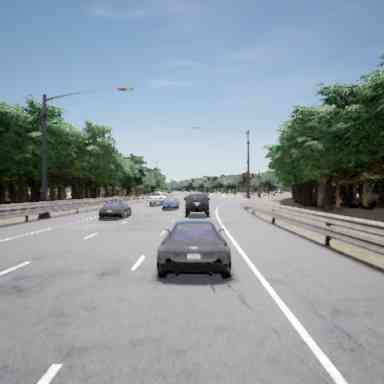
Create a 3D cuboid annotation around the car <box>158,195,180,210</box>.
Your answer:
[{"bbox_3d":[-2.568,1.454,41.836,2.033,1.411,5.357,0,0,3],"label":"car"}]

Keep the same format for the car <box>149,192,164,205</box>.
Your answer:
[{"bbox_3d":[-5.468,1.073,53.645,2.150,2.045,5.566,0,0,3],"label":"car"}]

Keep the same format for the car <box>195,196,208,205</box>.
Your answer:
[{"bbox_3d":[1.639,1.414,56.514,1.994,1.385,4.181,0,0,3],"label":"car"}]

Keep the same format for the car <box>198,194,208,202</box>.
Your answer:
[{"bbox_3d":[2.364,1.277,70.627,1.837,1.490,4.892,0,0,3],"label":"car"}]

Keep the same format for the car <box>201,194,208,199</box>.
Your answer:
[{"bbox_3d":[3.340,1.207,90.439,1.837,1.490,4.892,0,0,2],"label":"car"}]

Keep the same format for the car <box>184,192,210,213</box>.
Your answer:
[{"bbox_3d":[0.517,1.167,31.019,2.150,2.045,5.566,0,0,2],"label":"car"}]

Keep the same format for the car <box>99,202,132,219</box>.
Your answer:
[{"bbox_3d":[-6.481,1.509,28.437,1.994,1.385,4.181,0,0,2],"label":"car"}]

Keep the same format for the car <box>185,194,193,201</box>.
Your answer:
[{"bbox_3d":[-0.693,1.261,79.322,1.812,1.442,4.674,0,0,3],"label":"car"}]

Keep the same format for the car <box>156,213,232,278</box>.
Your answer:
[{"bbox_3d":[0.069,1.552,10.167,1.994,1.385,4.181,0,0,1],"label":"car"}]
